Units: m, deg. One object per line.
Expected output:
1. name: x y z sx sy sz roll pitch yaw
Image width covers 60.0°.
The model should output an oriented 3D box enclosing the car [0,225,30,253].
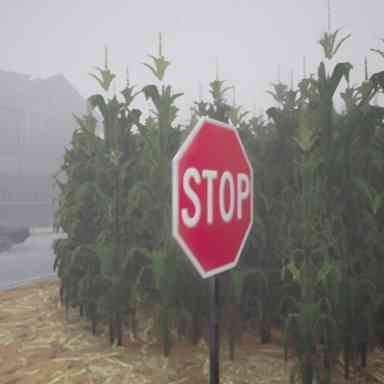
1. car: -8.496 1.607 11.777 1.895 1.301 4.718 0 0 35
